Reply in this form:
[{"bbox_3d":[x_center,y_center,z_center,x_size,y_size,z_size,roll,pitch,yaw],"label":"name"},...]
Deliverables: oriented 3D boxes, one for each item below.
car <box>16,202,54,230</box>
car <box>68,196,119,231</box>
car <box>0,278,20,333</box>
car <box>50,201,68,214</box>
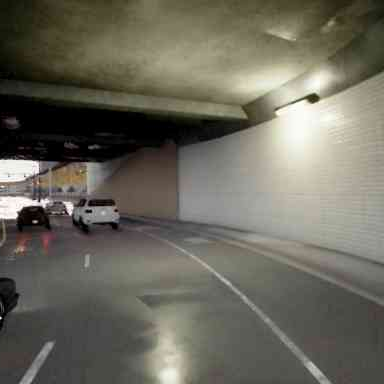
[{"bbox_3d":[-10.586,1.641,22.178,1.812,1.442,4.674,0,0,-28],"label":"car"},{"bbox_3d":[-6.398,1.298,21.759,2.150,2.045,5.566,0,0,-28],"label":"car"},{"bbox_3d":[-3.701,1.585,3.387,2.033,1.411,5.357,0,0,-7],"label":"car"},{"bbox_3d":[-15.359,1.697,37.659,1.812,1.442,4.674,-1,0,-30],"label":"car"}]
